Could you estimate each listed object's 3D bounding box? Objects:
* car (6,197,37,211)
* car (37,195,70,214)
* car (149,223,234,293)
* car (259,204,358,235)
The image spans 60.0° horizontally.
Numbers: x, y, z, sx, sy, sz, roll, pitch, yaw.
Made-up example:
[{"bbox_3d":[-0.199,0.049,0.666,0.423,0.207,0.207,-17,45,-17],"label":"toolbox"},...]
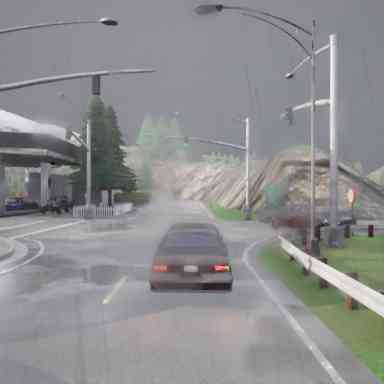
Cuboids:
[{"bbox_3d":[-20.285,1.469,39.953,2.242,1.667,4.611,0,0,-1],"label":"car"},{"bbox_3d":[-14.572,1.303,35.682,1.905,1.878,3.866,0,0,-1],"label":"car"},{"bbox_3d":[0.021,1.545,9.000,2.033,1.411,5.357,0,0,1],"label":"car"},{"bbox_3d":[5.995,1.357,17.848,2.033,1.411,5.357,0,0,-32],"label":"car"}]
